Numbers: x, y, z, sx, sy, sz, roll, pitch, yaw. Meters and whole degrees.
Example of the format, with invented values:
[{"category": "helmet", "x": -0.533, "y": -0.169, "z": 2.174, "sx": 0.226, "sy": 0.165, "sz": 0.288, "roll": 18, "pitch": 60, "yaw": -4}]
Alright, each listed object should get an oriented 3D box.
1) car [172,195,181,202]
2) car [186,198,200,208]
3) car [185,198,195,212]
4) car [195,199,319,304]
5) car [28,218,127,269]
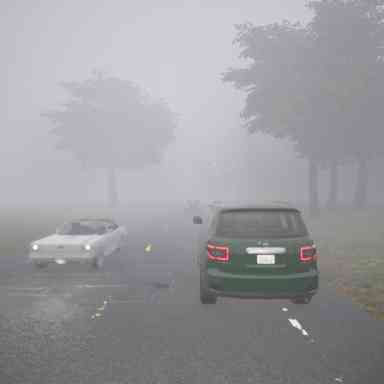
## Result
[{"category": "car", "x": -3.340, "y": 1.460, "z": 72.610, "sx": 2.033, "sy": 1.411, "sz": 5.357, "roll": 0, "pitch": 0, "yaw": 0}, {"category": "car", "x": 0.130, "y": 1.555, "z": 47.215, "sx": 1.895, "sy": 1.301, "sz": 4.718, "roll": 0, "pitch": 0, "yaw": 0}, {"category": "car", "x": 0.158, "y": 1.516, "z": 37.374, "sx": 2.033, "sy": 1.411, "sz": 5.357, "roll": 0, "pitch": 0, "yaw": 1}, {"category": "car", "x": 1.244, "y": 1.221, "z": 8.254, "sx": 2.150, "sy": 2.045, "sz": 5.566, "roll": 0, "pitch": 0, "yaw": 0}, {"category": "car", "x": -3.577, "y": 1.596, "z": 11.279, "sx": 1.895, "sy": 1.301, "sz": 4.718, "roll": 0, "pitch": 0, "yaw": 0}]
